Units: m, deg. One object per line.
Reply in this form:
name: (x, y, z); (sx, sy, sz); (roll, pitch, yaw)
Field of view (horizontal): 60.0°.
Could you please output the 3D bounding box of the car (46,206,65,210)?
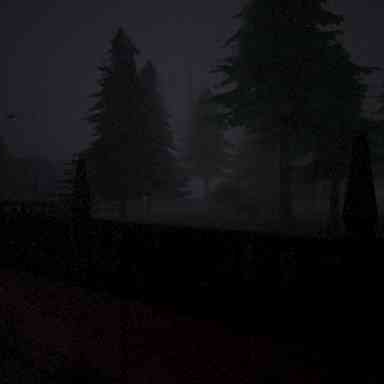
car: (-16.579, 1.457, 41.858); (1.837, 1.490, 4.892); (0, 0, 36)
